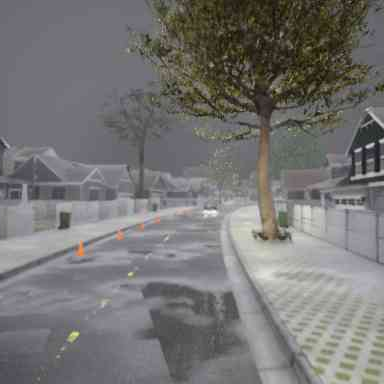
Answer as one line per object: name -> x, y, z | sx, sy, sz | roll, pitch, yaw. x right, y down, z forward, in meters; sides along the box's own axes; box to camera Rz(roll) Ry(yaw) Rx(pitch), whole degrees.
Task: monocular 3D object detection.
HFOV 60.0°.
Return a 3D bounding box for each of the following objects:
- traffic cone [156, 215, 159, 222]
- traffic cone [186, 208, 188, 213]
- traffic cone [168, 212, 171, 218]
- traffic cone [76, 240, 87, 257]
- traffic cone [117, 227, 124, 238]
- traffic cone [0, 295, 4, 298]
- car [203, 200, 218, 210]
traffic cone -> -2.805, 2.190, 27.312 | 0.340, 0.580, 0.340 | 0, -1, 7
traffic cone -> -0.596, 2.353, 42.300 | 0.340, 0.580, 0.340 | 0, -1, 10
traffic cone -> -2.171, 2.243, 32.323 | 0.340, 0.580, 0.340 | 0, -1, 8
traffic cone -> -4.085, 2.047, 12.213 | 0.340, 0.580, 0.340 | 0, 0, 3
traffic cone -> -3.762, 2.093, 17.255 | 0.340, 0.580, 0.340 | 0, -1, 4
traffic cone -> -4.305, 2.005, 7.167 | 0.340, 0.580, 0.340 | 0, 0, 2
car -> 2.866, 1.981, 50.518 | 2.128, 1.511, 4.902 | 0, -1, 9
